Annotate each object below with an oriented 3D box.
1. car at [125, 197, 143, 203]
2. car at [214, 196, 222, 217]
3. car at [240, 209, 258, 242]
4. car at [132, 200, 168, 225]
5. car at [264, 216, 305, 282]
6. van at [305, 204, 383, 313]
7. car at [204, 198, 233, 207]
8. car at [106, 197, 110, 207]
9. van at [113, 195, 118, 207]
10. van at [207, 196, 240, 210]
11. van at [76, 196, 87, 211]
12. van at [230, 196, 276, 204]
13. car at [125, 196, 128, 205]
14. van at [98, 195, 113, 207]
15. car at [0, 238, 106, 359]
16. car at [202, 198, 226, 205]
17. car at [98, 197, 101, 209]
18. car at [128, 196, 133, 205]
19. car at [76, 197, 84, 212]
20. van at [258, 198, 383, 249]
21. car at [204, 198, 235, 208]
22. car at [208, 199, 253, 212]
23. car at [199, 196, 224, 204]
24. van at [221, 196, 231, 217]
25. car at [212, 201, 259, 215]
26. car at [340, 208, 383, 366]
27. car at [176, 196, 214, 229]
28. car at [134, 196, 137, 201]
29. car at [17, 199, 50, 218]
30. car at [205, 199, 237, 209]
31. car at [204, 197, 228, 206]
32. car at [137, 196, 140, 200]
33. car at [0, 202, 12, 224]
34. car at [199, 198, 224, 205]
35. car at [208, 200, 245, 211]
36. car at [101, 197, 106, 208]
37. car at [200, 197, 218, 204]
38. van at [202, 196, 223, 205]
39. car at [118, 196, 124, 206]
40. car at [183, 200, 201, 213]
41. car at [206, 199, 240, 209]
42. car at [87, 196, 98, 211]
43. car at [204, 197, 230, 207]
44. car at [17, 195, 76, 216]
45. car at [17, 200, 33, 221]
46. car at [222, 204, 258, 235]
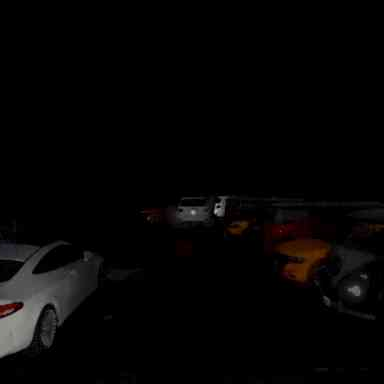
[{"bbox_3d":[-15.717,2.132,90.284,4.553,1.767,2.185,0,0,0],"label":"car"},{"bbox_3d":[4.617,1.364,27.740,5.566,2.045,2.435,0,0,0],"label":"car"},{"bbox_3d":[4.612,1.581,13.951,4.674,1.452,2.002,0,0,0],"label":"car"},{"bbox_3d":[-2.947,1.612,25.389,2.128,1.511,4.902,0,0,0],"label":"car"},{"bbox_3d":[4.630,1.517,8.437,5.008,1.535,2.097,0,0,0],"label":"car"},{"bbox_3d":[4.513,1.280,5.680,4.442,1.987,1.878,0,0,0],"label":"van"},{"bbox_3d":[4.525,1.874,58.064,4.892,1.521,2.231,0,-1,0],"label":"car"},{"bbox_3d":[-15.640,1.830,51.245,4.674,1.452,2.002,0,-1,0],"label":"car"},{"bbox_3d":[-15.532,1.625,56.930,4.442,1.987,1.878,0,-1,0],"label":"van"},{"bbox_3d":[4.435,1.537,46.915,4.442,1.987,1.878,0,-1,0],"label":"van"},{"bbox_3d":[-15.514,1.461,40.258,4.442,1.987,1.878,0,0,0],"label":"van"},{"bbox_3d":[4.721,1.341,19.469,4.442,1.987,1.878,0,0,0],"label":"van"},{"bbox_3d":[-15.655,1.988,65.200,4.674,1.452,2.002,0,-1,0],"label":"car"},{"bbox_3d":[-15.763,1.595,54.153,4.442,1.987,1.878,0,-1,0],"label":"van"},{"bbox_3d":[-2.911,1.552,5.938,1.812,1.442,4.674,0,0,0],"label":"car"},{"bbox_3d":[4.516,1.999,69.092,5.008,1.535,2.097,0,-1,0],"label":"car"},{"bbox_3d":[-15.630,1.738,45.814,4.892,1.521,2.231,0,-1,0],"label":"car"},{"bbox_3d":[-15.632,1.731,67.922,5.566,2.045,2.435,0,-1,0],"label":"car"},{"bbox_3d":[-15.442,1.661,37.477,5.366,1.575,1.946,0,0,0],"label":"car"},{"bbox_3d":[4.736,1.303,11.196,4.442,1.987,1.878,0,0,0],"label":"van"},{"bbox_3d":[4.530,1.845,55.307,4.892,1.521,2.231,0,-1,0],"label":"car"},{"bbox_3d":[4.748,1.713,41.522,5.366,1.575,1.946,0,0,0],"label":"car"},{"bbox_3d":[4.523,1.851,77.367,5.566,2.045,2.435,0,-1,0],"label":"car"},{"bbox_3d":[4.710,1.373,24.982,4.442,1.987,1.878,0,0,0],"label":"van"},{"bbox_3d":[4.602,1.702,36.008,4.792,1.488,2.163,0,0,0],"label":"car"},{"bbox_3d":[4.663,1.243,2.922,5.566,2.045,2.435,0,0,0],"label":"car"},{"bbox_3d":[0.062,1.325,22.773,2.150,2.045,5.566,0,0,0],"label":"car"},{"bbox_3d":[-15.696,1.804,73.606,5.566,2.045,2.435,0,-1,0],"label":"car"},{"bbox_3d":[-15.613,1.601,29.140,4.892,1.521,2.231,0,0,0],"label":"car"},{"bbox_3d":[4.535,1.818,52.550,4.892,1.521,2.231,0,-1,0],"label":"car"},{"bbox_3d":[4.552,1.809,63.580,4.553,1.767,2.185,0,-1,0],"label":"car"},{"bbox_3d":[-15.668,2.126,79.035,5.008,1.535,2.097,0,-1,0],"label":"car"},{"bbox_3d":[-15.581,1.439,23.583,4.553,1.767,2.185,0,0,0],"label":"car"},{"bbox_3d":[4.315,2.065,74.606,5.366,1.575,1.946,0,-1,0],"label":"car"},{"bbox_3d":[4.554,1.779,44.280,4.674,1.452,2.002,0,-1,0],"label":"car"},{"bbox_3d":[-15.610,1.793,48.592,4.792,1.488,2.163,0,-1,0],"label":"car"},{"bbox_3d":[4.448,2.076,85.640,4.553,1.767,2.185,0,-1,0],"label":"car"},{"bbox_3d":[4.389,1.807,71.852,4.442,1.987,1.878,0,-1,0],"label":"van"},{"bbox_3d":[-15.680,1.631,59.710,5.566,2.045,2.435,0,-1,0],"label":"car"},{"bbox_3d":[0.024,1.721,40.889,2.128,1.511,4.902,0,-1,0],"label":"car"},{"bbox_3d":[4.540,1.790,49.794,4.892,1.521,2.231,0,-1,0],"label":"car"},{"bbox_3d":[-15.605,1.460,43.035,5.566,2.045,2.435,0,0,0],"label":"car"},{"bbox_3d":[4.495,1.777,60.822,4.553,1.767,2.185,0,-1,0],"label":"car"},{"bbox_3d":[-15.596,1.389,34.701,5.566,2.045,2.435,0,0,0],"label":"car"},{"bbox_3d":[-15.613,1.621,26.362,4.674,1.452,2.002,0,0,0],"label":"car"},{"bbox_3d":[4.424,1.551,16.709,5.366,1.575,1.946,0,0,0],"label":"car"}]
